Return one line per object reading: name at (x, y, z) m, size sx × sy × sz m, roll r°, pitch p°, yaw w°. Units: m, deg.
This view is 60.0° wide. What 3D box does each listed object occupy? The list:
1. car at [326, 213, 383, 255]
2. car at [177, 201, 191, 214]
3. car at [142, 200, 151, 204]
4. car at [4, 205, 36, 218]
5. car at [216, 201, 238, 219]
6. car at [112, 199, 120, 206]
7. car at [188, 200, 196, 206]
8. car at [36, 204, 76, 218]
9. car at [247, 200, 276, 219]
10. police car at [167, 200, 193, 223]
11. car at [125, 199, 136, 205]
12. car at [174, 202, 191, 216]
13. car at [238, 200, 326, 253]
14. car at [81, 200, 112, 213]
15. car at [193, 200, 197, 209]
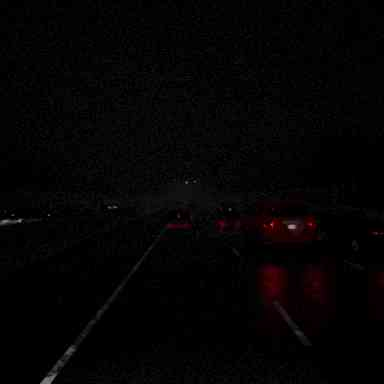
car at (7.095, 1.648, 13.978) m, size 1.837 × 1.490 × 4.892 m, roll 0°, pitch -1°, yaw 0°
car at (-1.065, 2.009, 45.113) m, size 1.801 × 1.575 × 5.366 m, roll 0°, pitch -1°, yaw 0°
car at (-10.526, 2.559, 77.725) m, size 1.882 × 1.535 × 5.008 m, roll 0°, pitch -1°, yaw 0°
car at (-17.608, 1.997, 34.892) m, size 1.895 × 1.301 × 4.718 m, roll 0°, pitch -1°, yaw 0°
car at (3.589, 1.730, 33.594) m, size 2.097 × 1.767 × 4.553 m, roll 0°, pitch -1°, yaw 0°
car at (-17.526, 2.388, 75.418) m, size 1.812 × 1.442 × 4.674 m, roll 0°, pitch -1°, yaw 0°
car at (-0.029, 2.686, 84.012) m, size 1.994 × 1.385 × 4.181 m, roll 0°, pitch -1°, yaw 0°
car at (-14.109, 1.952, 35.512) m, size 2.033 × 1.411 × 5.357 m, roll 0°, pitch -1°, yaw 0°
car at (7.089, 1.741, 34.373) m, size 2.097 × 1.767 × 4.553 m, roll 0°, pitch -1°, yaw 0°
police car at (-1.060, 1.743, 29.023) m, size 1.930 × 1.638 × 5.238 m, roll 0°, pitch -1°, yaw 0°
car at (-14.026, 2.334, 76.250) m, size 1.812 × 1.442 × 4.674 m, roll 0°, pitch -1°, yaw 0°
car at (-1.063, 1.983, 38.919) m, size 1.812 × 1.442 × 4.674 m, roll 0°, pitch -1°, yaw 0°
car at (3.596, 1.371, 14.628) m, size 2.150 × 2.045 × 5.566 m, roll 0°, pitch -1°, yaw 0°
car at (-10.607, 1.898, 36.567) m, size 1.882 × 1.535 × 5.008 m, roll 0°, pitch -1°, yaw 0°
car at (-0.021, 2.426, 63.367) m, size 2.033 × 1.411 × 5.357 m, roll 0°, pitch -1°, yaw 0°
